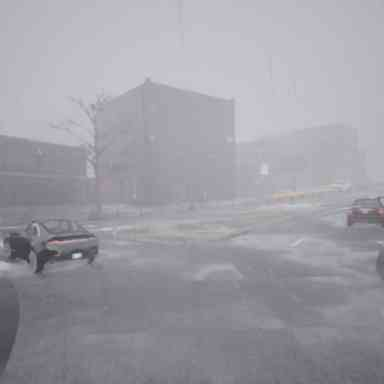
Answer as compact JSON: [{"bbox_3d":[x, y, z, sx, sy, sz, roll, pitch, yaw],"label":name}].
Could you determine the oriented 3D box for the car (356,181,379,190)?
[{"bbox_3d":[31.918,-1.249,61.272,4.792,1.488,2.163,-5,2,-42],"label":"car"}]

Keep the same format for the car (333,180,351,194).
[{"bbox_3d":[23.752,-0.854,53.838,5.566,2.045,2.435,-5,2,-42],"label":"car"}]

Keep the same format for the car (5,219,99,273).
[{"bbox_3d":[-4.963,1.675,11.473,2.128,1.511,4.902,0,-1,-42],"label":"car"}]

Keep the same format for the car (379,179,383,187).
[{"bbox_3d":[40.103,-1.956,68.718,4.892,1.521,2.231,-5,2,-42],"label":"car"}]

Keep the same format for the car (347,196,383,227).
[{"bbox_3d":[11.054,1.032,20.347,2.097,1.767,4.553,-1,2,38],"label":"car"}]

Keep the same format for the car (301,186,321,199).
[{"bbox_3d":[15.399,0.087,46.232,5.366,1.575,1.946,-5,2,-42],"label":"car"}]

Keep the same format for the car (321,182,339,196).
[{"bbox_3d":[19.477,-0.251,49.944,5.366,1.575,1.946,-5,2,-42],"label":"car"}]

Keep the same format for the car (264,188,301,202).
[{"bbox_3d":[11.315,0.427,42.529,5.366,1.575,1.946,-5,2,-42],"label":"car"}]
